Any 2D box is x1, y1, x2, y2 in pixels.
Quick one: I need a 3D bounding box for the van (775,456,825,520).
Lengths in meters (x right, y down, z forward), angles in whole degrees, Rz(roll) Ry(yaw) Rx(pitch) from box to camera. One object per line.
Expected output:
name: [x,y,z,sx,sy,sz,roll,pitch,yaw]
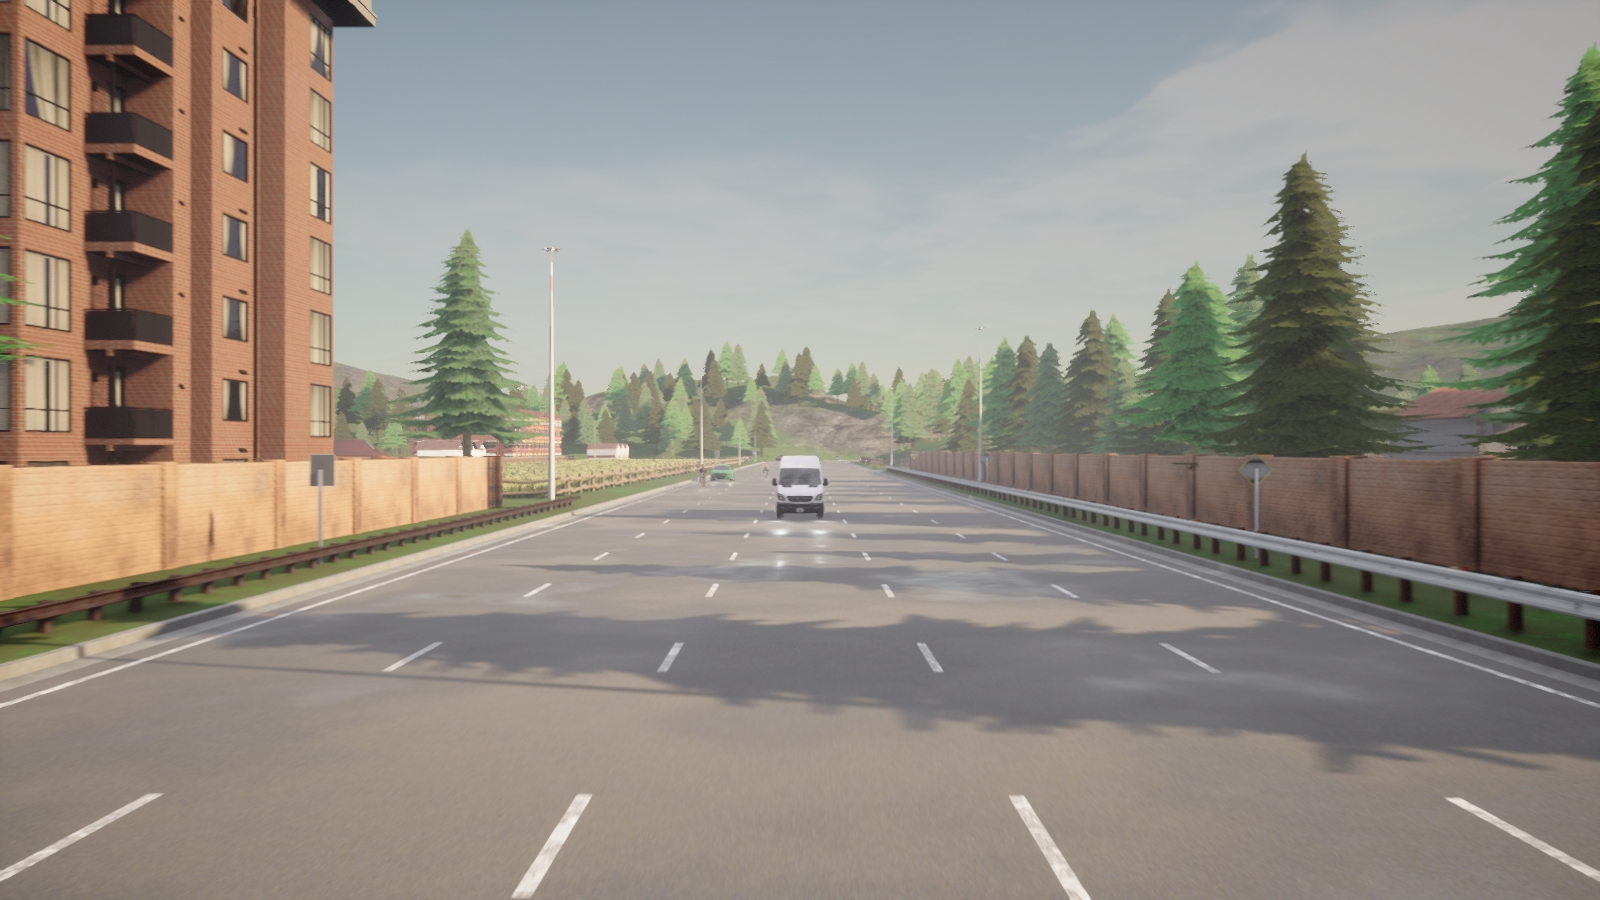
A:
van: [0.008,1.534,48.749,1.988,2.561,5.915,0,0,0]
